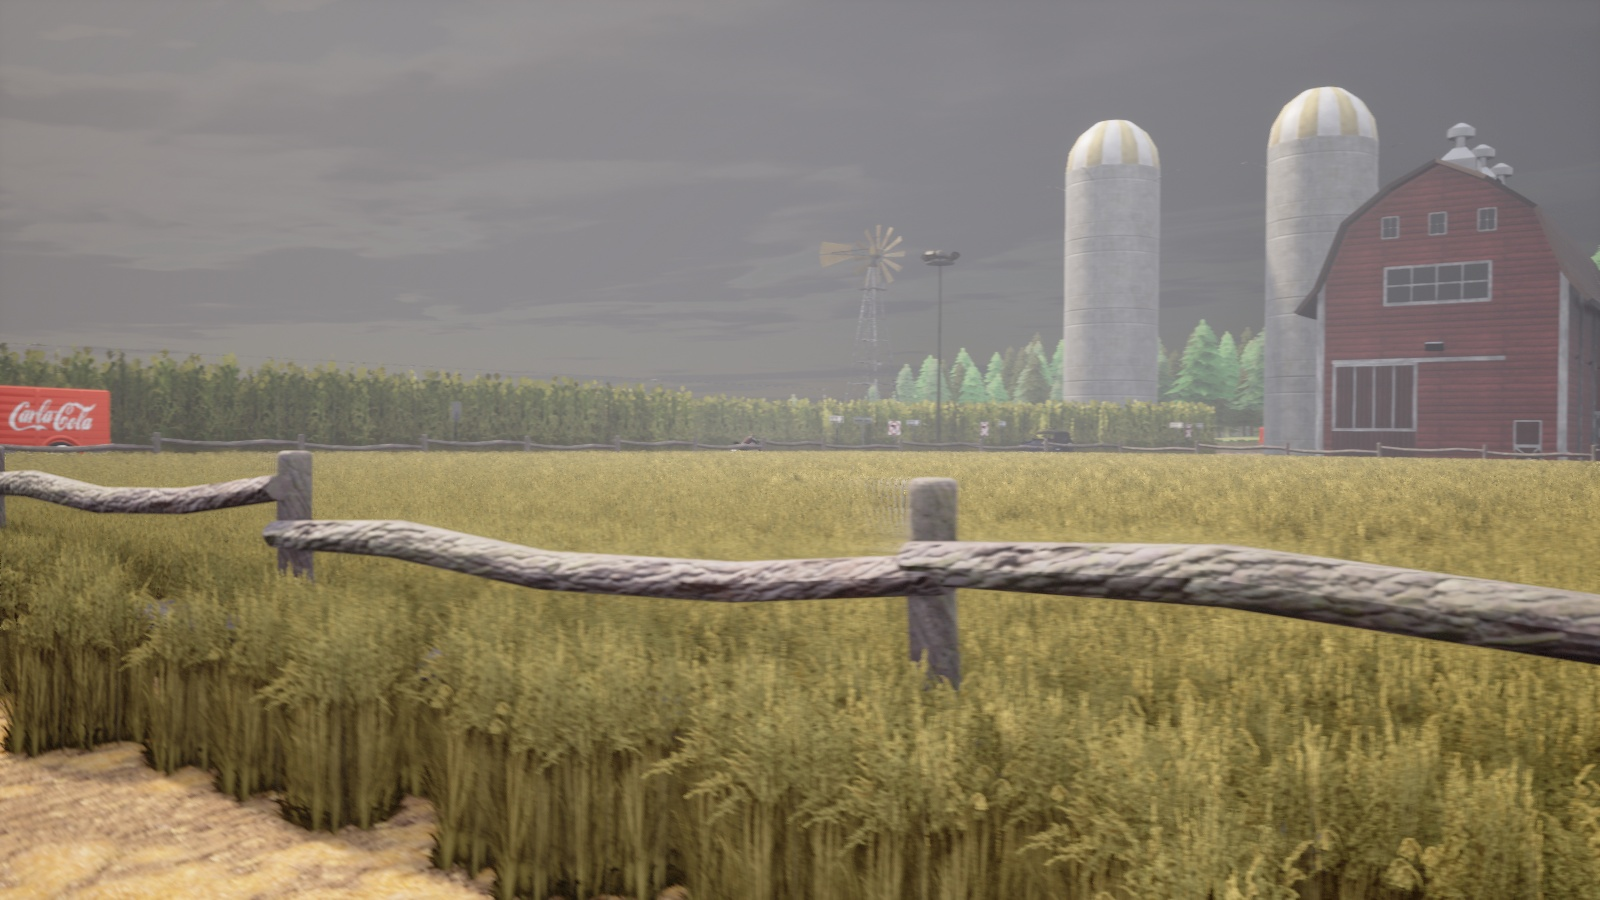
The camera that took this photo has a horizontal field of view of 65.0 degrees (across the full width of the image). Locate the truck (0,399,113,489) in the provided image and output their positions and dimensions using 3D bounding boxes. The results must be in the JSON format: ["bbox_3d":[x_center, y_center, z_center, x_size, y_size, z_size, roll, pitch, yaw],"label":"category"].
[{"bbox_3d":[-22.622,-0.169,35.256,2.627,2.467,5.204,0,0,38],"label":"truck"}]

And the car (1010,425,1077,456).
[{"bbox_3d":[15.096,-0.567,77.942,1.905,1.878,3.866,-1,1,-35],"label":"car"}]
